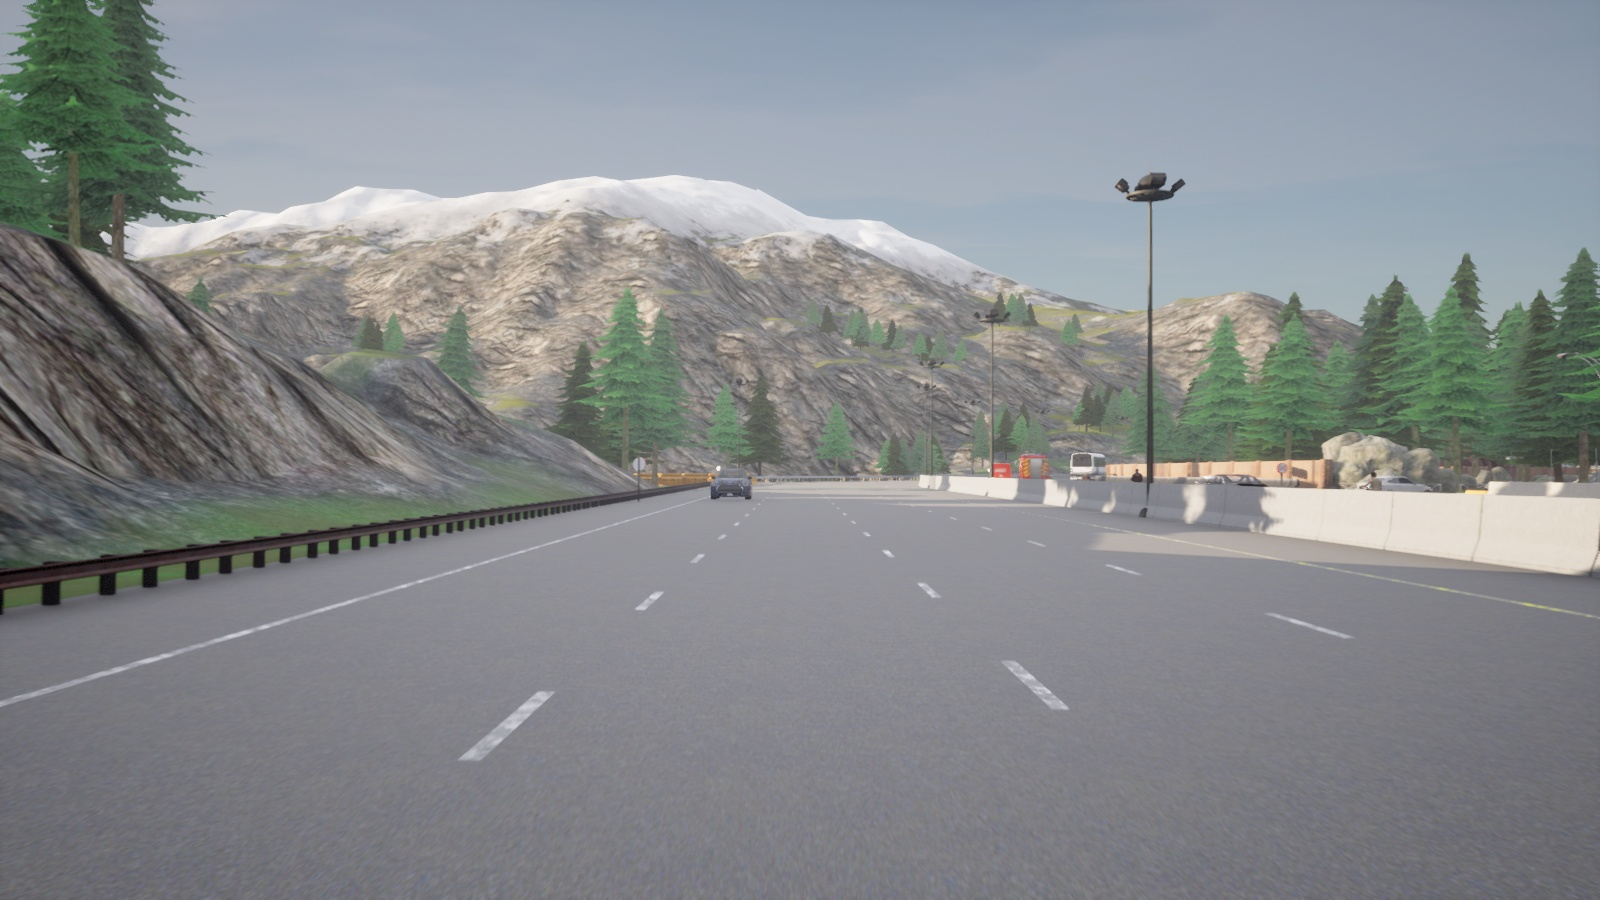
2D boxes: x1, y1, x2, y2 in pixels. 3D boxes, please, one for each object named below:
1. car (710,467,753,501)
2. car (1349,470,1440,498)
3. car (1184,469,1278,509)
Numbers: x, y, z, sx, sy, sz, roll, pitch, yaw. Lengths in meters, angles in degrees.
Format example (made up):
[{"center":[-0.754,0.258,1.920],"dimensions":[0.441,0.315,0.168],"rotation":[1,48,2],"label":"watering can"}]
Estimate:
[{"center":[-3.664,1.823,67.818],"dimensions":[2.097,1.767,4.553],"rotation":[0,-1,0],"label":"car"},{"center":[32.108,1.843,67.769],"dimensions":[4.674,1.442,1.812],"rotation":[0,-2,-25],"label":"car"},{"center":[17.377,1.553,50.921],"dimensions":[2.128,1.511,4.902],"rotation":[0,-1,0],"label":"car"}]
